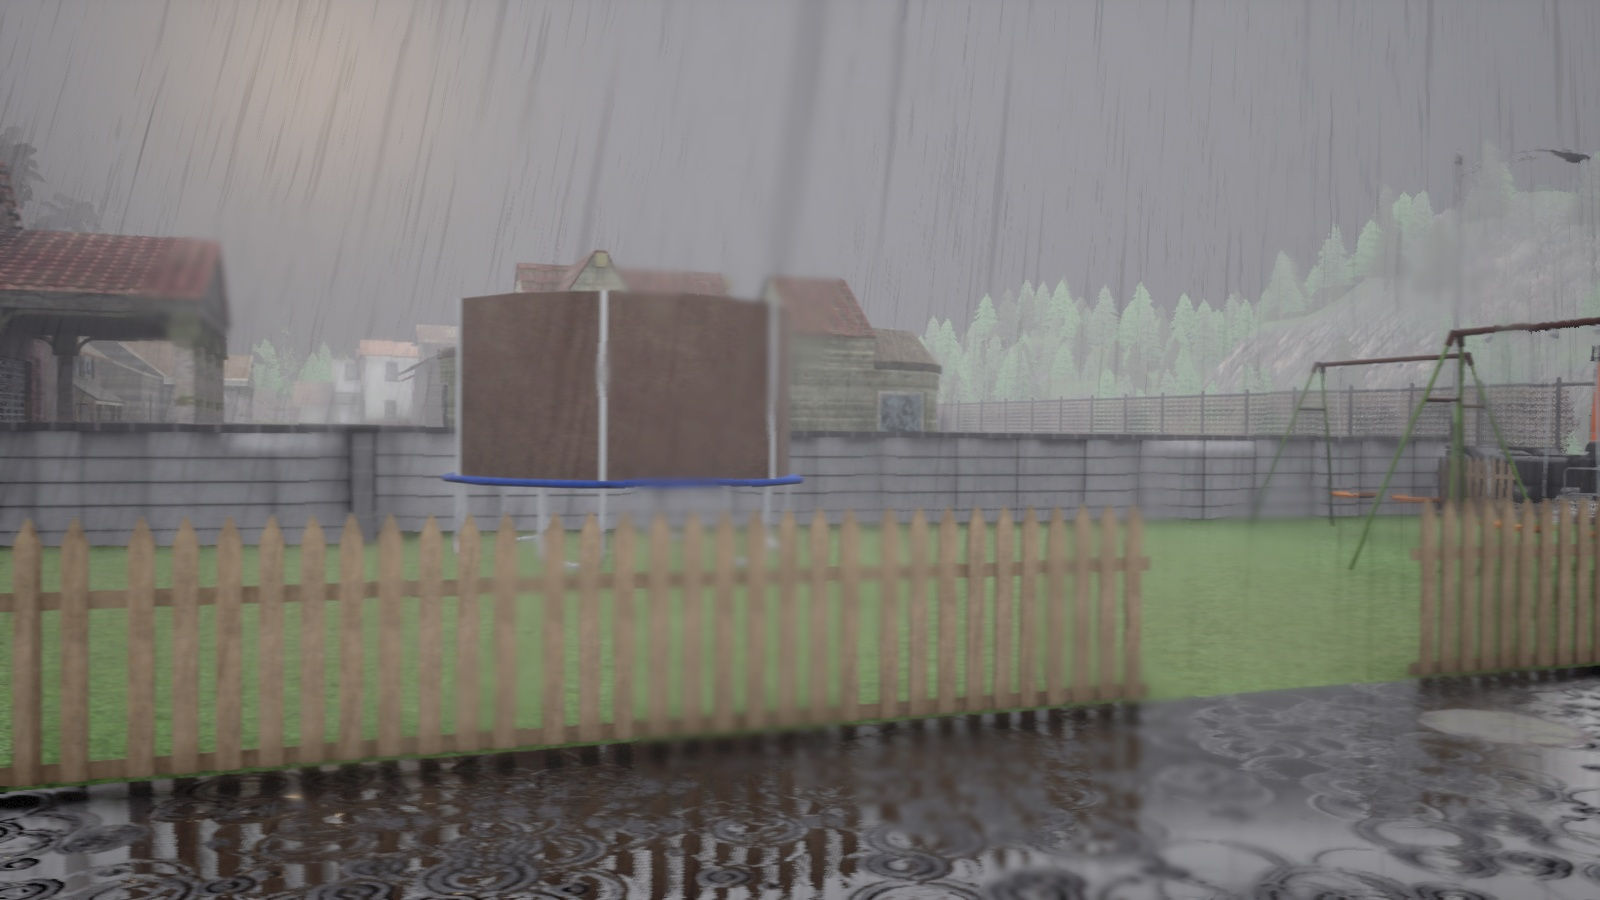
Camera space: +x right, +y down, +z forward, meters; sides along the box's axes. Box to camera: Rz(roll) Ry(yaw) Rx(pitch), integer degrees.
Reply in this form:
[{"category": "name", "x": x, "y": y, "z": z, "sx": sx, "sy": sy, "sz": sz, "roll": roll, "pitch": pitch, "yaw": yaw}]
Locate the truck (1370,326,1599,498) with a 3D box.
[{"category": "truck", "x": 16.781, "y": -0.815, "z": 27.657, "sx": 2.891, "sy": 3.462, "sz": 7.936, "roll": -1, "pitch": 1, "yaw": -21}]
